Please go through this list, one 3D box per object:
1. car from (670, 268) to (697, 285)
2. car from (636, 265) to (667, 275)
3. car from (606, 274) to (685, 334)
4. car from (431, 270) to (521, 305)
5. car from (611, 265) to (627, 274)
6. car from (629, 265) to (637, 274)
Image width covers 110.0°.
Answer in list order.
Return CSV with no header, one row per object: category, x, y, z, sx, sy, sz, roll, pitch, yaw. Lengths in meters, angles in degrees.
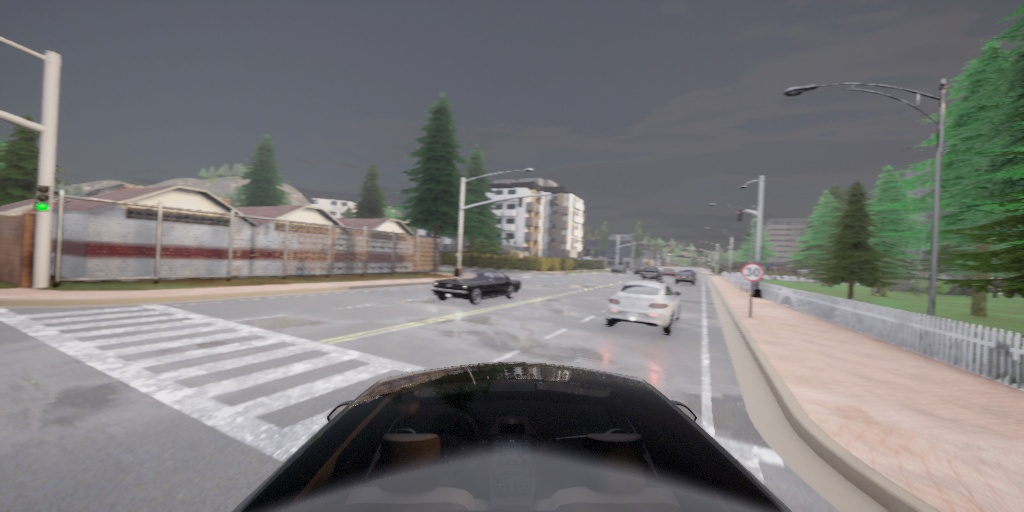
car,18.550,2.290,38.371,2.033,1.411,5.357,3,0,28
car,15.829,2.094,40.601,2.128,1.511,4.902,3,0,28
car,4.398,1.511,11.767,1.812,1.442,4.674,3,0,29
car,-1.425,1.287,15.936,1.895,1.301,4.718,3,0,28
car,17.830,2.225,59.570,1.837,1.490,4.892,3,0,29
car,20.677,2.468,57.491,1.895,1.301,4.718,3,0,29
